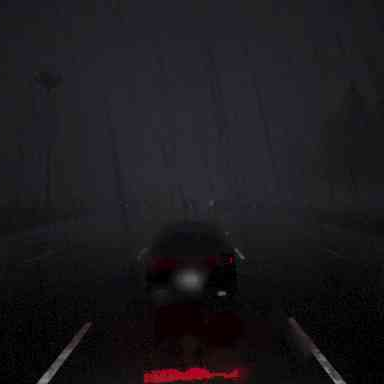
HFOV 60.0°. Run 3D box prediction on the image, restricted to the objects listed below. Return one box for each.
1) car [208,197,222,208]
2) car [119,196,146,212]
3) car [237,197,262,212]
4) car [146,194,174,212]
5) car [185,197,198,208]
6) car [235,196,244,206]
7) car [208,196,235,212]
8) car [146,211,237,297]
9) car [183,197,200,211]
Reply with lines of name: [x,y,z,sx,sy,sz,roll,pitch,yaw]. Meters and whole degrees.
car: [3.404,1.525,49.294,1.812,1.442,4.674,0,0,0]
car: [-7.077,1.547,38.626,2.033,1.411,5.357,0,0,0]
car: [6.924,1.564,39.257,1.994,1.385,4.181,0,0,0]
car: [-3.577,1.221,38.695,2.150,2.045,5.566,0,0,0]
car: [-0.095,1.504,49.458,1.837,1.490,4.892,0,0,0]
car: [6.903,1.351,49.233,2.097,1.767,4.553,0,0,0]
car: [3.426,1.491,39.079,2.128,1.511,4.902,0,0,0]
car: [-0.016,1.478,8.636,1.882,1.535,5.008,0,0,0]
car: [-0.073,1.564,39.453,1.994,1.385,4.181,0,0,0]
